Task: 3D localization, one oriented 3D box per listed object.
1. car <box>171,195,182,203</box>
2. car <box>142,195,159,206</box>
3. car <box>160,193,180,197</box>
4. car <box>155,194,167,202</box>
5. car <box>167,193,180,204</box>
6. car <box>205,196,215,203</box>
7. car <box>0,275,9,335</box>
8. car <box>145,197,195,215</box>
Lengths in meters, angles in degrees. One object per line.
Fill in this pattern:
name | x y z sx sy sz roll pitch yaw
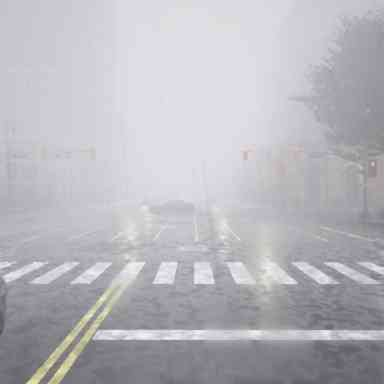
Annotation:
car | -3.355 1.525 74.406 2.128 1.511 4.902 0 0 1
car | -7.075 1.564 55.322 1.994 1.385 4.181 0 0 0
car | -3.576 1.352 54.974 2.097 1.767 4.553 0 0 0
car | -6.860 1.355 73.877 2.097 1.767 4.553 0 0 1
car | -3.514 1.221 64.183 2.150 2.045 5.566 0 0 1
car | 3.685 1.491 68.313 2.128 1.511 4.902 0 0 1
car | -3.556 1.504 2.830 1.837 1.490 4.892 0 0 1
car | -1.975 1.525 32.939 4.674 1.442 1.812 0 0 0
